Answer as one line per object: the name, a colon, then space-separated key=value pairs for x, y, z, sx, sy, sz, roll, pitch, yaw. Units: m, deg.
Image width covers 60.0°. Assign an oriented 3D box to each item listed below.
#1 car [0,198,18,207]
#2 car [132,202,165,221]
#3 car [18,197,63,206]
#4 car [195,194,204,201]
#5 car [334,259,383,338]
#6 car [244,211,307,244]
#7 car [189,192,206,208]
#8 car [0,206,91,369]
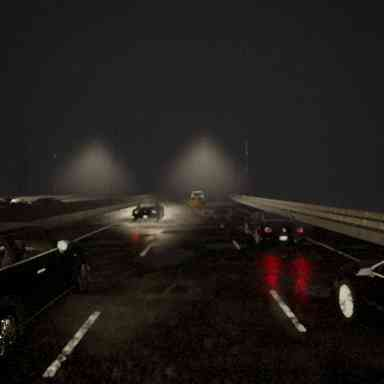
car: x=-17.268 y=1.282 z=31.194 sx=2.128 sy=1.511 sz=4.902 roll=0 pitch=0 yaw=1
car: x=-3.192 y=1.429 z=25.310 sx=1.895 sy=1.301 sz=4.718 roll=0 pitch=0 yaw=1
car: x=-13.768 y=1.268 z=31.196 sx=1.882 sy=1.535 sz=5.008 roll=0 pitch=0 yaw=1
car: x=1.624 y=1.199 z=73.710 sx=1.895 sy=1.301 sz=4.718 roll=0 pitch=0 yaw=3
car: x=3.507 y=1.473 z=4.190 sx=1.837 sy=1.490 sz=4.892 roll=0 pitch=0 yaw=0
car: x=3.575 y=1.495 z=15.143 sx=1.895 sy=1.301 sz=4.718 roll=0 pitch=0 yaw=1
car: x=0.585 y=1.191 z=42.848 sx=1.801 sy=1.575 sz=5.366 roll=0 pitch=0 yaw=1
car: x=-3.376 y=1.308 z=5.811 sx=2.097 sy=1.767 sz=4.553 roll=0 pitch=0 yaw=0
